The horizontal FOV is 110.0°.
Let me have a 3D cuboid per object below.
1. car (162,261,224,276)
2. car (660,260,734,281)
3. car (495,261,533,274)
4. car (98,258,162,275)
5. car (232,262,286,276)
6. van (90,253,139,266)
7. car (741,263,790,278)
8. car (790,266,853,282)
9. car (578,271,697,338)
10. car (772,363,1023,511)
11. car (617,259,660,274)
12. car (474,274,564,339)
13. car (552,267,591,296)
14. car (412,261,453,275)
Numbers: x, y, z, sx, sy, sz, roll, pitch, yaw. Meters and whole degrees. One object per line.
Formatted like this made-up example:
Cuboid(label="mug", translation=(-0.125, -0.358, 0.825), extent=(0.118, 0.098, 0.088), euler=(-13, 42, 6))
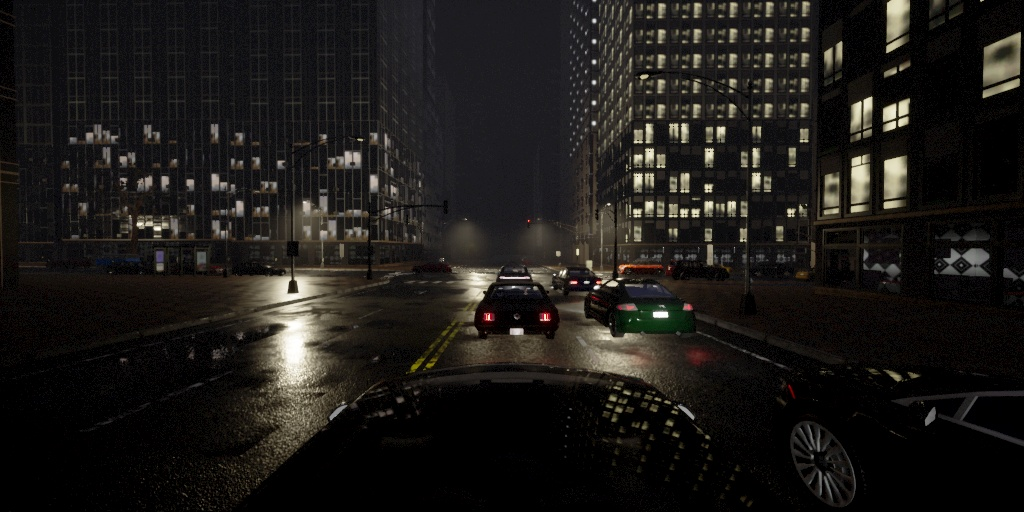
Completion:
Cuboid(label="car", translation=(-28.373, 1.137, 32.295), extent=(4.207, 1.307, 1.802), euler=(0, 0, 1))
Cuboid(label="car", translation=(16.235, 1.267, 31.568), extent=(5.009, 1.841, 2.192), euler=(0, 0, 1))
Cuboid(label="car", translation=(0.123, 1.232, 19.235), extent=(2.128, 1.511, 4.902), euler=(0, 0, 0))
Cuboid(label="car", translation=(-34.054, 1.068, 32.477), extent=(4.313, 1.339, 1.948), euler=(0, 0, 1))
Cuboid(label="car", translation=(-22.689, 1.172, 32.153), extent=(4.313, 1.339, 1.948), euler=(0, 0, 1))
Cuboid(label="van", translation=(-45.232, 0.603, 41.154), extent=(3.998, 1.789, 1.690), euler=(0, 0, 1))
Cuboid(label="car", translation=(26.434, 1.450, 37.147), extent=(4.892, 1.490, 1.837), euler=(0, 1, 2))
Cuboid(label="car", translation=(27.683, 1.577, 31.354), extent=(4.829, 1.417, 1.751), euler=(0, 0, 1))
Cuboid(label="car", translation=(3.369, 1.310, 10.205), extent=(1.994, 1.385, 4.181), euler=(0, 0, -1))
Cuboid(label="car", translation=(3.340, 1.242, 1.375), extent=(2.128, 1.511, 4.902), euler=(0, 0, 0))
Cuboid(label="car", translation=(13.314, 1.185, 37.397), extent=(4.553, 1.767, 2.097), euler=(1, 1, 1))
Cuboid(label="car", translation=(0.110, 1.347, 9.979), extent=(1.895, 1.301, 4.718), euler=(0, 0, 0))
Cuboid(label="car", translation=(3.409, 1.288, 19.435), extent=(2.033, 1.411, 5.357), euler=(0, 0, -3))
Cuboid(label="car", translation=(-8.376, 1.203, 37.763), extent=(4.181, 1.385, 1.994), euler=(1, 1, 1))
